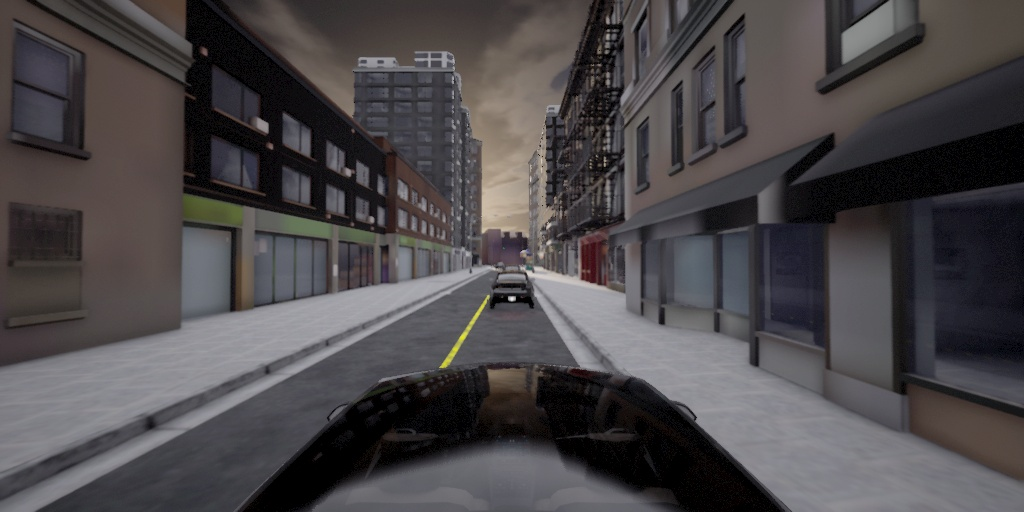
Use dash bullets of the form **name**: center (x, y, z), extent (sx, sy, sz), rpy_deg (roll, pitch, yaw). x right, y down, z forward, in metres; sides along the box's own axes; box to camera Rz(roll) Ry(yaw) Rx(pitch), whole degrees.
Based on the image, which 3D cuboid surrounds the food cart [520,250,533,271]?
- **food cart**: center (2.895, 0.823, 61.143), extent (2.280, 3.560, 4.660), rpy_deg (0, 0, 0)

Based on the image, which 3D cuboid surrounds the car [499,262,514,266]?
- **car**: center (0.008, 1.548, 31.151), extent (1.837, 1.490, 4.892), rpy_deg (0, 0, 0)

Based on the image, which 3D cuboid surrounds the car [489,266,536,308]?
- **car**: center (0.006, 1.397, 16.169), extent (1.837, 1.490, 4.892), rpy_deg (0, 0, 0)
